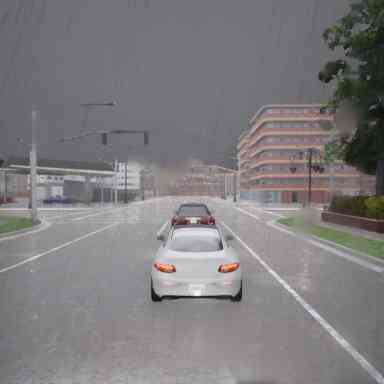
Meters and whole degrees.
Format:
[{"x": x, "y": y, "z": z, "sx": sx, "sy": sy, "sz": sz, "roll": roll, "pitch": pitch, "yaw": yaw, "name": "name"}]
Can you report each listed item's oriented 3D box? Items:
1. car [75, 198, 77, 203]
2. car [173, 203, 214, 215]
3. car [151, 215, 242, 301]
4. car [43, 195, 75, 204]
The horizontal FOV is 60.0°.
[{"x": -24.169, "y": 1.456, "z": 63.617, "sx": 3.806, "sy": 1.475, "sz": 1.970, "roll": 0, "pitch": 0, "yaw": 1, "name": "car"}, {"x": 0.064, "y": 1.352, "z": 17.160, "sx": 2.097, "sy": 1.767, "sz": 4.553, "roll": 0, "pitch": 0, "yaw": 0, "name": "car"}, {"x": 0.087, "y": 1.526, "z": 8.168, "sx": 1.812, "sy": 1.442, "sz": 4.674, "roll": 0, "pitch": 0, "yaw": 0, "name": "car"}, {"x": -23.439, "y": 1.295, "z": 57.868, "sx": 4.611, "sy": 1.667, "sz": 2.242, "roll": 0, "pitch": 0, "yaw": 1, "name": "car"}]
